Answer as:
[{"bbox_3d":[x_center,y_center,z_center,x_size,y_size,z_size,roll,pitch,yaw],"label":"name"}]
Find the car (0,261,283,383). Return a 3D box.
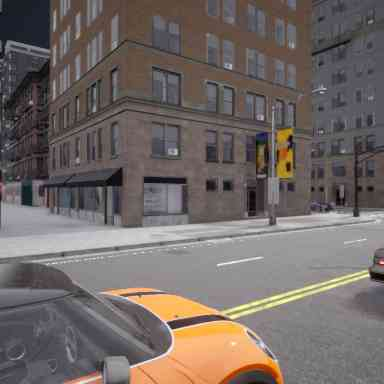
[{"bbox_3d":[-1.369,1.352,2.427,4.553,1.767,2.097,0,0,-37],"label":"car"}]

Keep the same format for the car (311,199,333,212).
[{"bbox_3d":[13.985,1.551,38.380,1.994,1.385,4.181,0,0,-37],"label":"car"}]

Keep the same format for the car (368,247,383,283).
[{"bbox_3d":[6.433,1.549,8.230,5.357,1.411,2.033,0,0,-37],"label":"car"}]
